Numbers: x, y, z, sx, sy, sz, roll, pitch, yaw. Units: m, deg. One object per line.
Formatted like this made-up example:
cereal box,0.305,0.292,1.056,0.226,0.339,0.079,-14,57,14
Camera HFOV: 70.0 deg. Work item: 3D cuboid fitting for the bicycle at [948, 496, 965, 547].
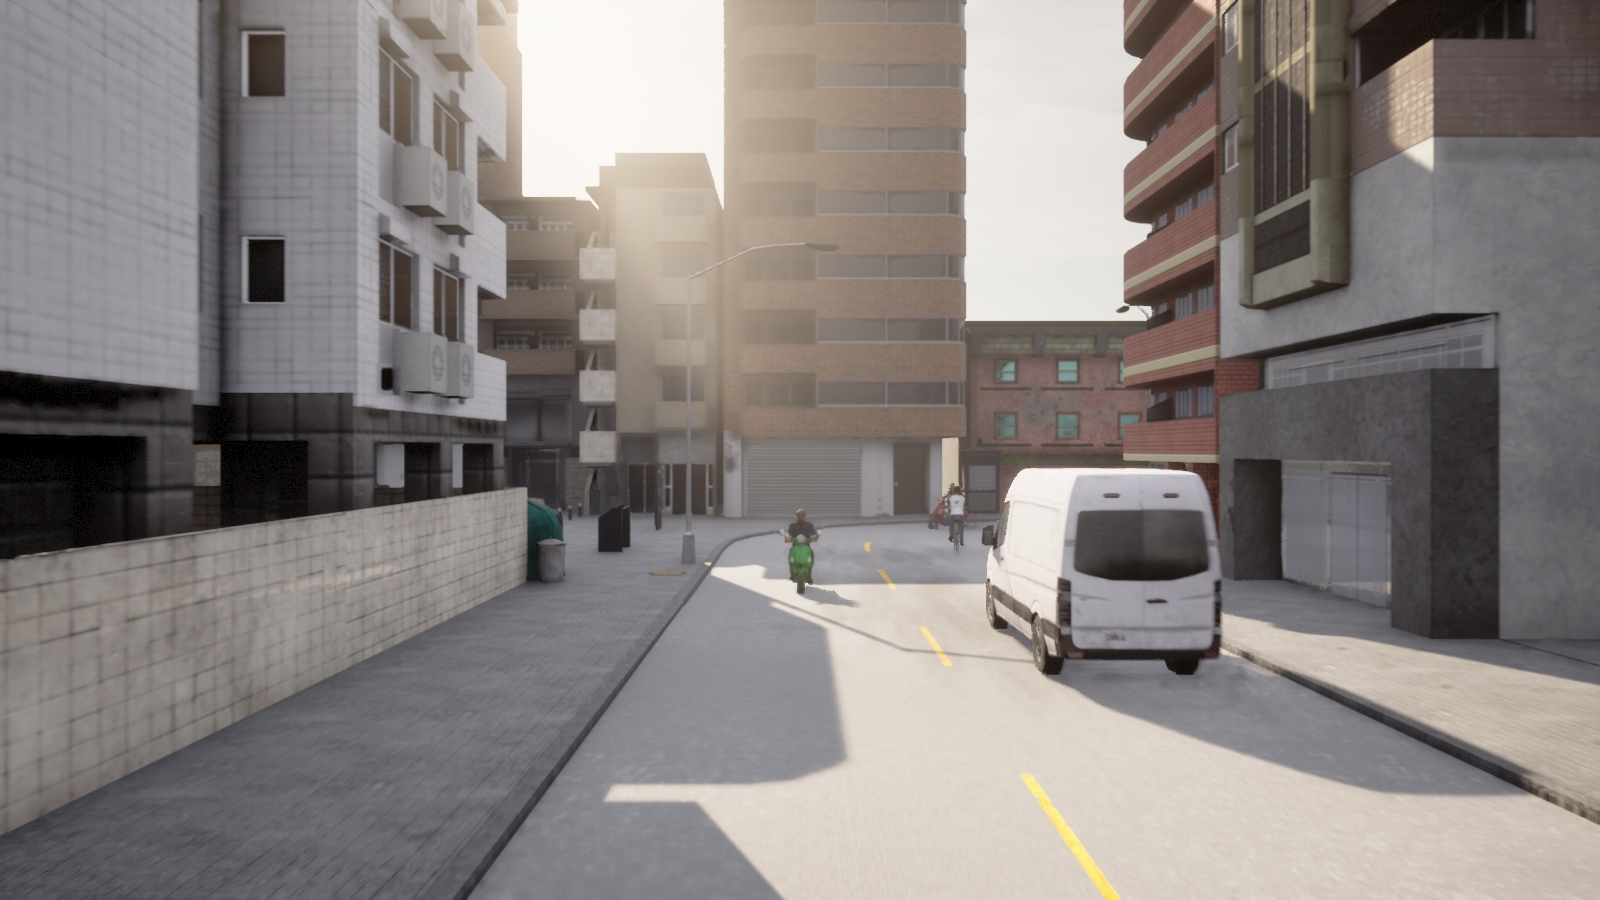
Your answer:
bicycle,4.274,1.937,31.266,0.373,1.296,1.643,1,0,5

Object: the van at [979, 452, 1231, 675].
van,3.980,1.315,16.138,1.988,2.561,5.915,0,0,0

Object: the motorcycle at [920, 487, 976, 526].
motorcycle,5.193,1.966,40.043,1.805,1.236,0.856,0,3,-33

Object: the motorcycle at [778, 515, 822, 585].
motorcycle,0.005,1.963,22.766,0.856,1.236,1.805,0,0,0
